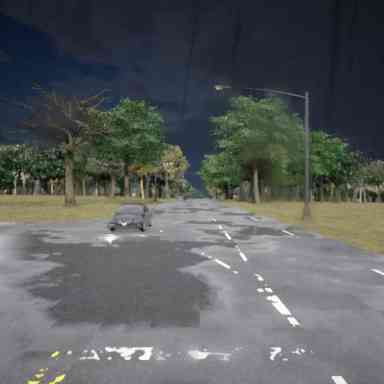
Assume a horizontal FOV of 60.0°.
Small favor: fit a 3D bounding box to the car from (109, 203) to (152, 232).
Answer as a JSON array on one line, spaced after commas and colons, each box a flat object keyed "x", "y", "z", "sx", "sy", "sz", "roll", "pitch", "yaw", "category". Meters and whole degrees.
[{"x": -3.446, "y": 1.440, "z": 19.416, "sx": 1.837, "sy": 1.490, "sz": 4.892, "roll": 1, "pitch": -1, "yaw": 0, "category": "car"}]

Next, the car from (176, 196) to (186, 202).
[{"x": -2.717, "y": 1.782, "z": 81.588, "sx": 2.128, "sy": 1.511, "sz": 4.902, "roll": 0, "pitch": 0, "yaw": 6, "category": "car"}]
